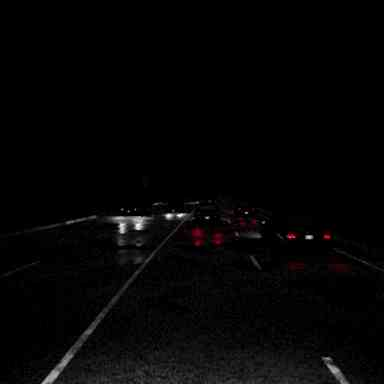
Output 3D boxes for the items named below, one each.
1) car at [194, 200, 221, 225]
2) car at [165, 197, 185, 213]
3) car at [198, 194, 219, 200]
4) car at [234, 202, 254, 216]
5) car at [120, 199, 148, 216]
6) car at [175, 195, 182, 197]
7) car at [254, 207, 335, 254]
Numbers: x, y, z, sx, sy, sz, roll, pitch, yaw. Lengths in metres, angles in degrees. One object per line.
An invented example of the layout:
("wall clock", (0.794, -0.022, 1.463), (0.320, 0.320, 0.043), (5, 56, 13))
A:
("car", (1.150, 1.540, 24.439), (1.812, 1.442, 4.674), (0, 0, 3))
("car", (-1.779, 1.562, 37.338), (2.033, 1.411, 5.357), (0, 0, 4))
("car", (2.227, 1.246, 42.376), (2.150, 2.045, 5.566), (0, 0, 3))
("car", (5.159, 1.626, 32.873), (1.895, 1.301, 4.718), (0, 0, 3))
("car", (-5.580, 1.510, 32.484), (1.837, 1.490, 4.892), (0, 0, 4))
("car", (-2.973, 1.482, 73.848), (2.128, 1.511, 4.902), (0, 0, 3))
("car", (4.045, 1.561, 13.623), (2.033, 1.411, 5.357), (0, 0, 3))
